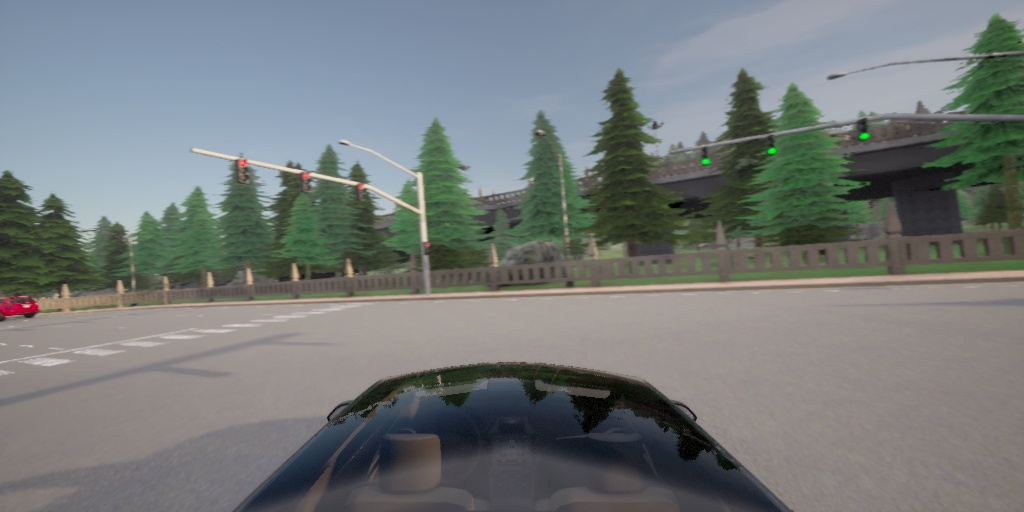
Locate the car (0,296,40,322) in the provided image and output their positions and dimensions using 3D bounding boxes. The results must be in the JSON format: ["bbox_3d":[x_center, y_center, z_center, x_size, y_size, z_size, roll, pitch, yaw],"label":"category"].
[{"bbox_3d":[-45.722,4.797,31.913,5.566,2.045,2.150,-5,0,2],"label":"car"}]
